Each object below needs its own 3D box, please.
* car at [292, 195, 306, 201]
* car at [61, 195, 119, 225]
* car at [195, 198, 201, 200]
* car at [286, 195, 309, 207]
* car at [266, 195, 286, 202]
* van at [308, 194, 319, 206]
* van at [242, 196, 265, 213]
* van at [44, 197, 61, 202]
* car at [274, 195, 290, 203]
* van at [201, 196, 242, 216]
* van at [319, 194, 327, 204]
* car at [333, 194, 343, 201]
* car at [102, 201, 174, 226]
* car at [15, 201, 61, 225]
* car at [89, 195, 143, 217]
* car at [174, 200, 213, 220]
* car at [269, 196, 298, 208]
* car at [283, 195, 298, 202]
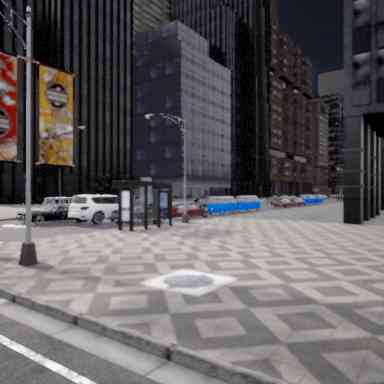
[{"bbox_3d":[25.375,1.510,78.912,1.947,1.339,4.313,0,0,35],"label":"car"},{"bbox_3d":[-6.176,1.207,24.148,2.150,2.045,5.566,0,0,37],"label":"car"},{"bbox_3d":[1.242,1.468,39.994,1.837,1.490,4.892,0,0,35],"label":"car"},{"bbox_3d":[16.003,1.556,50.795,1.802,1.307,4.206,0,0,35],"label":"car"},{"bbox_3d":[14.014,1.459,52.594,2.128,1.511,4.902,0,0,35],"label":"car"},{"bbox_3d":[19.272,1.314,55.437,1.690,1.788,3.998,0,0,35],"label":"van"},{"bbox_3d":[6.198,1.321,36.868,1.690,1.788,3.998,0,0,35],"label":"van"},{"bbox_3d":[-10.580,1.310,27.848,1.690,1.788,3.998,0,0,35],"label":"van"},{"bbox_3d":[18.838,1.386,69.627,1.967,1.590,4.097,0,0,35],"label":"car"},{"bbox_3d":[2.929,1.324,32.226,1.690,1.788,3.998,0,0,35],"label":"van"},{"bbox_3d":[22.541,1.313,60.079,1.690,1.788,3.998,0,0,35],"label":"van"},{"bbox_3d":[35.616,1.283,78.647,2.192,1.841,5.009,0,0,35],"label":"car"},{"bbox_3d":[-3.609,1.544,22.942,2.008,1.369,4.403,0,0,35],"label":"car"},{"bbox_3d":[-10.029,1.580,24.009,1.895,1.301,4.718,0,0,35],"label":"car"},{"bbox_3d":[-7.311,1.279,32.490,2.192,1.841,5.009,0,0,35],"label":"car"},{"bbox_3d":[-0.340,1.570,27.584,1.802,1.307,4.206,0,0,35],"label":"car"},{"bbox_3d":[12.734,1.557,46.152,1.802,1.307,4.206,0,0,35],"label":"car"},{"bbox_3d":[22.008,1.470,74.130,1.752,1.417,4.829,0,0,35],"label":"car"}]
